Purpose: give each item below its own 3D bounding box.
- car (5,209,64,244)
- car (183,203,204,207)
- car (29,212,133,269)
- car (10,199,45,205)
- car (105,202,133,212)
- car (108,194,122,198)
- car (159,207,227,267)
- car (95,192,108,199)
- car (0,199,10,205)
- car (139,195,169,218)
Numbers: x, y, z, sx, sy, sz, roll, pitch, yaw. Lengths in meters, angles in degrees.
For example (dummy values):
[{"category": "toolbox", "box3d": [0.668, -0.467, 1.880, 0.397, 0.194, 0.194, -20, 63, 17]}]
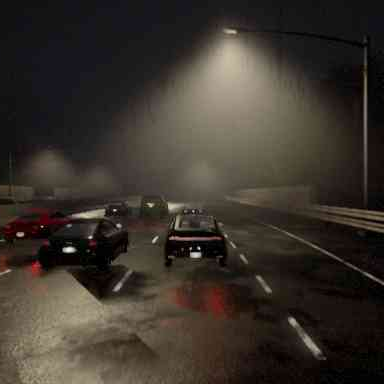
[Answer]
[{"category": "car", "box3d": [-6.898, 1.537, 15.672, 1.812, 1.442, 4.674, 0, 0, 0]}, {"category": "car", "box3d": [0.104, 1.629, 29.645, 1.895, 1.301, 4.718, 0, 0, 0]}, {"category": "car", "box3d": [-3.399, 1.571, 11.195, 1.994, 1.385, 4.181, 0, 0, 0]}, {"category": "car", "box3d": [-17.589, 1.588, 37.120, 2.033, 1.411, 5.357, 0, 0, 0]}, {"category": "car", "box3d": [-6.897, 1.596, 31.729, 1.994, 1.385, 4.181, 0, 0, 0]}, {"category": "car", "box3d": [-17.495, 1.229, 77.545, 1.837, 1.490, 4.892, 0, 0, 0]}, {"category": "car", "box3d": [0.101, 1.499, 11.481, 2.128, 1.511, 4.902, 0, 0, 0]}, {"category": "car", "box3d": [-20.995, 0.954, 77.516, 2.150, 2.045, 5.566, 0, 0, 0]}, {"category": "car", "box3d": [-21.086, 1.546, 36.953, 1.837, 1.490, 4.892, 0, 0, 0]}, {"category": "car", "box3d": [-3.395, 1.251, 30.257, 2.150, 2.045, 5.566, 0, 0, 0]}]
